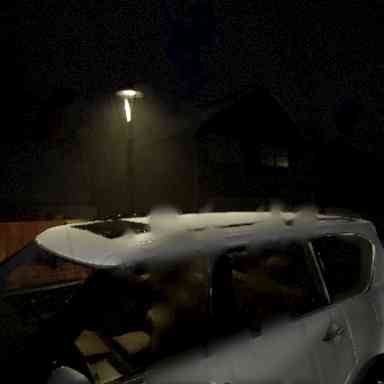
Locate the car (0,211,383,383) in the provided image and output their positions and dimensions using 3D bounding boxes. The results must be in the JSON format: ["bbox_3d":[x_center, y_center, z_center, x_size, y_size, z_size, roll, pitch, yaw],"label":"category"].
[{"bbox_3d":[-0.429,1.228,2.586,5.566,2.045,2.150,0,0,-35],"label":"car"}]
